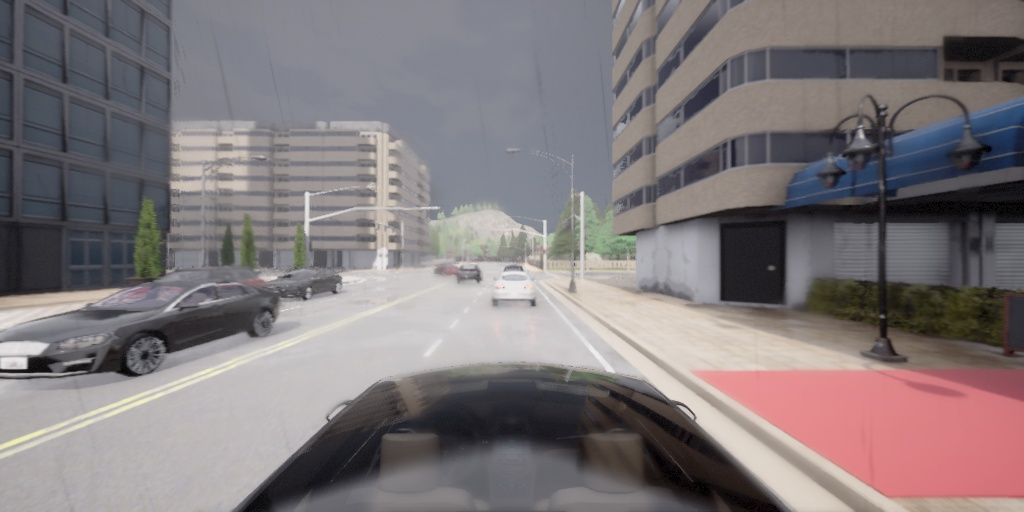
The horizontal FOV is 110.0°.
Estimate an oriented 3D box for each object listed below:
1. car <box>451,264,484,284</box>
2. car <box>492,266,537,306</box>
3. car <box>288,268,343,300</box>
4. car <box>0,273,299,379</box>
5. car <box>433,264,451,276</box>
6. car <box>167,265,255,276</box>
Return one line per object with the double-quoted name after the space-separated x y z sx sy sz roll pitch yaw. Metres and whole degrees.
-3.404 1.434 29.697 2.128 1.511 4.902 0 0 0 "car"
0.103 1.376 16.221 1.812 1.442 4.674 0 0 0 "car"
-10.546 1.370 18.543 1.837 1.490 4.892 0 0 0 "car"
-7.090 1.282 7.562 2.128 1.511 4.902 0 0 0 "car"
-7.378 1.543 40.516 1.994 1.385 4.181 0 -1 -34 "car"
-10.504 1.171 12.052 2.097 1.767 4.553 0 0 0 "car"
